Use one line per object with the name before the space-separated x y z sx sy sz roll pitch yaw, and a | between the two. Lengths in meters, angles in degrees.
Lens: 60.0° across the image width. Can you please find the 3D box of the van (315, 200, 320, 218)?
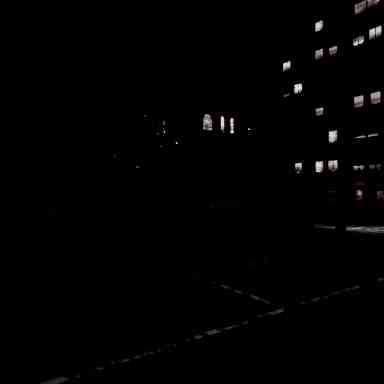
van | 10.486 1.646 32.536 1.690 1.788 3.998 -1 0 -36
